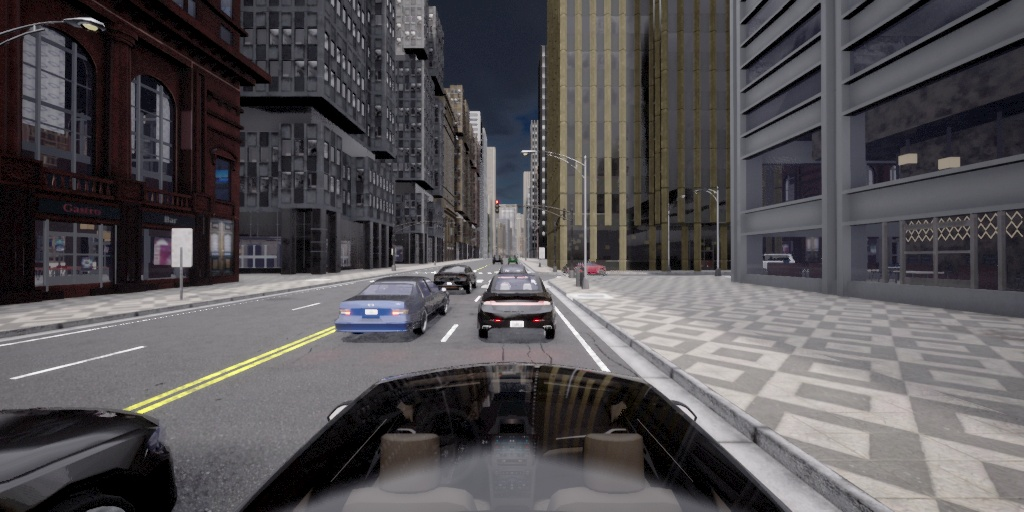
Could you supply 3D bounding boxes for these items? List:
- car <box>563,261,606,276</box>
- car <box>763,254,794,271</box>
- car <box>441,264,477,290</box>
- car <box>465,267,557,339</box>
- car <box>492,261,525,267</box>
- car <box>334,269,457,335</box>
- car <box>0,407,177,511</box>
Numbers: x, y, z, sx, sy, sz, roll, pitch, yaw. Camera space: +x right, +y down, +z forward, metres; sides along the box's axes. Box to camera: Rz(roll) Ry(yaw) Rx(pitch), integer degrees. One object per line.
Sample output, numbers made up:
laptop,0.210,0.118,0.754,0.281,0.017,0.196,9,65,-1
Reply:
car,7.162,1.228,35.590,4.181,1.385,1.994,0,0,-3
car,25.120,0.810,35.842,5.566,2.045,2.150,0,0,0
car,-3.104,1.210,20.271,1.882,1.535,5.008,0,0,0
car,0.119,1.238,10.082,2.128,1.511,4.902,0,0,0
car,0.042,1.225,19.512,2.128,1.511,4.902,0,0,0
car,-3.130,1.293,10.502,2.033,1.411,5.357,0,0,0
car,-3.151,1.241,0.357,2.128,1.511,4.902,0,0,0
